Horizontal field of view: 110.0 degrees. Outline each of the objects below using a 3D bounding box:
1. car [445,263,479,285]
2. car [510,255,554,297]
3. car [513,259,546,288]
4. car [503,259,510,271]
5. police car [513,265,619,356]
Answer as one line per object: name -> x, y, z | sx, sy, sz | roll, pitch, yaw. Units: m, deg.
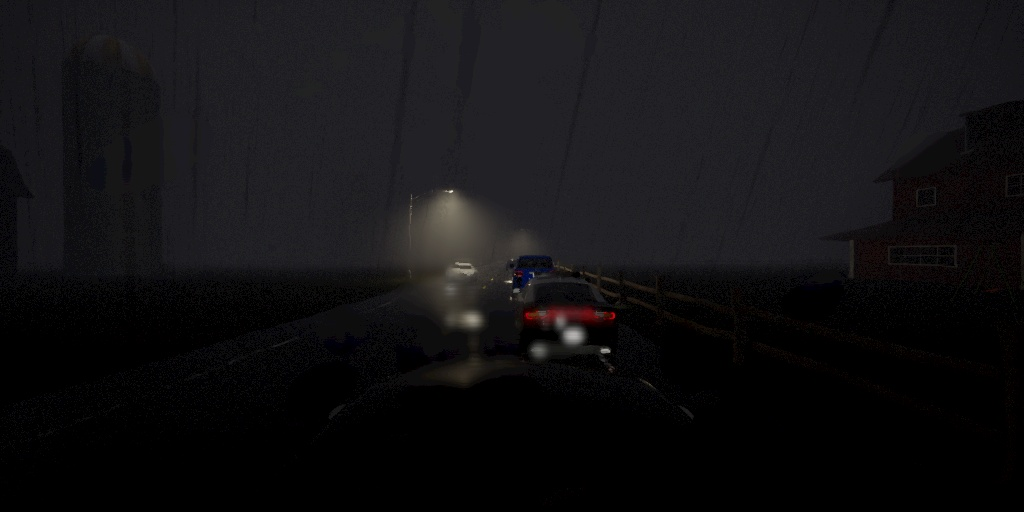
car -> -3.549, 1.285, 26.452 | 1.812, 1.442, 4.674 | 0, 0, 0
car -> 1.088, 0.978, 18.693 | 2.150, 2.045, 5.566 | 0, 0, 0
car -> 1.098, 1.109, 24.633 | 2.097, 1.767, 4.553 | 0, 0, 0
car -> 0.153, 1.271, 50.385 | 1.882, 1.535, 5.008 | 0, 0, 1
police car -> 1.067, 1.175, 8.771 | 1.930, 1.638, 5.238 | 0, 0, 0
